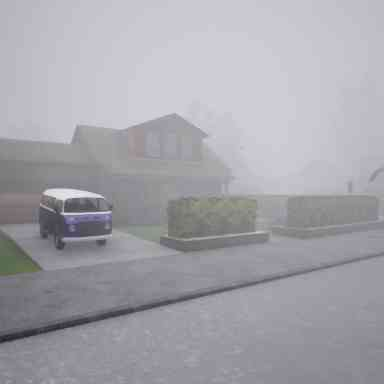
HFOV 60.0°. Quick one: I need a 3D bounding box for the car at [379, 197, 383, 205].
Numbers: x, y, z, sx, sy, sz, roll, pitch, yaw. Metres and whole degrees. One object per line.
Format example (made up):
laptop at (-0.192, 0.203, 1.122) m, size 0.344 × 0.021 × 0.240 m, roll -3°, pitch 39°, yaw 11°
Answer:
car at (24.676, 0.985, 41.440) m, size 3.866 × 1.878 × 1.905 m, roll 0°, pitch 0°, yaw 0°
